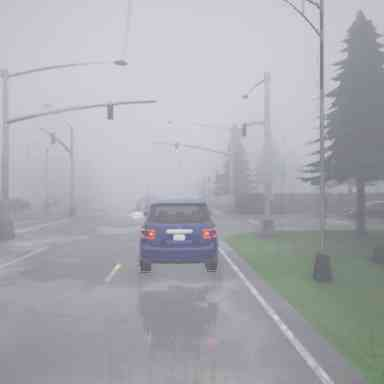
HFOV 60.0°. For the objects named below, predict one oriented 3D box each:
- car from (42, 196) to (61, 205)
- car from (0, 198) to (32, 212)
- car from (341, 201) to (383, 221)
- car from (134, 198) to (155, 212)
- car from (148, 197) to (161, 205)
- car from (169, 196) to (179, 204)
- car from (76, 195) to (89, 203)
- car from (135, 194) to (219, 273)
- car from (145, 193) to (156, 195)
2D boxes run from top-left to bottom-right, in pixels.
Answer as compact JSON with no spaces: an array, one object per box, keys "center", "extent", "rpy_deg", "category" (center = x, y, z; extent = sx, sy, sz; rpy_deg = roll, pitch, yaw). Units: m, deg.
[{"center":[-23.542,1.435,55.757],"extent":[1.970,1.475,3.806],"rpy_deg":[0,0,-3],"category":"car"},{"center":[-19.716,1.382,37.297],"extent":[2.007,1.523,4.514],"rpy_deg":[0,0,-3],"category":"car"},{"center":[14.187,1.472,25.882],"extent":[4.892,1.490,1.837],"rpy_deg":[0,0,-4],"category":"car"},{"center":[-5.775,1.503,40.652],"extent":[2.128,1.511,4.902],"rpy_deg":[0,0,-3],"category":"car"},{"center":[-6.817,1.577,60.705],"extent":[1.994,1.385,4.181],"rpy_deg":[0,0,-3],"category":"car"},{"center":[-3.367,1.531,62.413],"extent":[1.812,1.442,4.674],"rpy_deg":[0,0,-3],"category":"car"},{"center":[-20.899,1.418,63.305],"extent":[1.845,1.501,3.633],"rpy_deg":[0,0,-3],"category":"car"},{"center":[-0.452,1.222,10.930],"extent":[2.150,2.045,5.566],"rpy_deg":[0,0,-3],"category":"car"},{"center":[-6.316,1.234,50.610],"extent":[2.150,2.045,5.566],"rpy_deg":[0,0,-3],"category":"car"}]
